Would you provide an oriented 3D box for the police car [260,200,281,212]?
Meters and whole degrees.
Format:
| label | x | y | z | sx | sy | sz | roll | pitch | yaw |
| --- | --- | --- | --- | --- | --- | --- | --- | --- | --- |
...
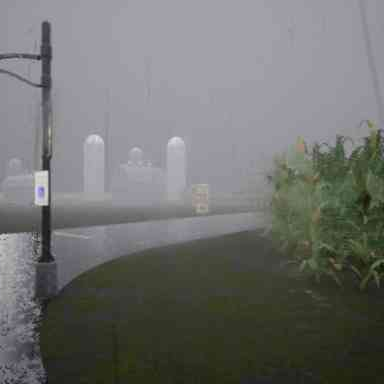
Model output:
| label | x | y | z | sx | sy | sz | roll | pitch | yaw |
| --- | --- | --- | --- | --- | --- | --- | --- | --- | --- |
| police car | 10.595 | 1.877 | 43.607 | 1.930 | 1.638 | 5.238 | 0 | 0 | 36 |
